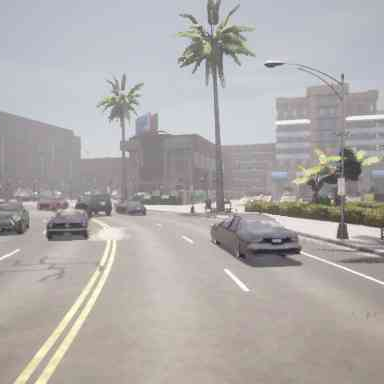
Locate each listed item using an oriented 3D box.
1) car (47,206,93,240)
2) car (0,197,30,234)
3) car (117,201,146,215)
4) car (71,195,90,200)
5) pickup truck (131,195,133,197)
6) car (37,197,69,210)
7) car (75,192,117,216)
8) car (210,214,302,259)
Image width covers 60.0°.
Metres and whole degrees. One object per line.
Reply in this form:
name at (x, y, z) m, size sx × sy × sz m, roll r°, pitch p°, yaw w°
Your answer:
car at (-6.261, 1.600, 17.207) m, size 1.895 × 1.301 × 4.718 m, roll 0°, pitch 0°, yaw -16°
car at (-10.551, 1.352, 18.854) m, size 2.097 × 1.767 × 4.553 m, roll 0°, pitch 0°, yaw -20°
car at (-6.292, 1.563, 33.669) m, size 1.994 × 1.385 × 4.181 m, roll 0°, pitch 0°, yaw -34°
car at (-30.299, 1.574, 90.253) m, size 4.718 × 1.301 × 1.895 m, roll 0°, pitch 0°, yaw 18°
pickup truck at (-9.496, 1.089, 64.026) m, size 2.390 × 2.098 × 6.274 m, roll 0°, pitch 0°, yaw 18°
car at (-16.924, 1.352, 40.354) m, size 4.553 × 1.767 × 2.097 m, roll 0°, pitch 0°, yaw 39°
car at (-9.666, 1.221, 32.482) m, size 2.150 × 2.045 × 5.566 m, roll 0°, pitch 0°, yaw -36°
car at (2.154, 1.547, 12.718) m, size 2.033 × 1.411 × 5.357 m, roll 0°, pitch 0°, yaw -10°
